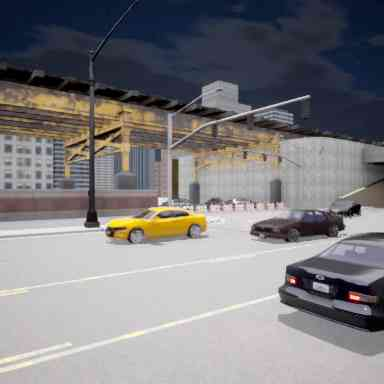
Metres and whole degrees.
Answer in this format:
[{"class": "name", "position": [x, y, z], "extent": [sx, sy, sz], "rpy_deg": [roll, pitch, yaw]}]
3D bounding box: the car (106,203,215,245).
[{"class": "car", "position": [-1.555, 1.477, 15.778], "extent": [5.008, 1.535, 1.882], "rpy_deg": [0, 0, -36]}]

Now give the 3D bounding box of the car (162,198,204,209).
[{"class": "car", "position": [-0.981, 1.295, 37.817], "extent": [4.536, 1.218, 1.853], "rpy_deg": [0, 0, 8]}]

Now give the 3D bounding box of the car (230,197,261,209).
[{"class": "car", "position": [6.674, 1.295, 44.249], "extent": [4.536, 1.218, 1.853], "rpy_deg": [0, 0, -7]}]

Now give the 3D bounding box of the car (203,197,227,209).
[{"class": "car", "position": [2.831, 1.295, 40.545], "extent": [1.853, 1.218, 4.536], "rpy_deg": [0, 0, 18]}]

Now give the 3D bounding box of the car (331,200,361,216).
[{"class": "car", "position": [13.967, 1.491, 30.368], "extent": [2.128, 1.511, 4.902], "rpy_deg": [0, 0, 41]}]

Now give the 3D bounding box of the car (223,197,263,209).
[{"class": "car", "position": [6.725, 1.453, 44.255], "extent": [4.974, 1.542, 2.038], "rpy_deg": [0, 0, -7]}]

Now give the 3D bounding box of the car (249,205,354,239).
[{"class": "car", "position": [5.306, 1.548, 16.210], "extent": [5.357, 1.411, 2.033], "rpy_deg": [0, 0, -34]}]

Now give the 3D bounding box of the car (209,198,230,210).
[{"class": "car", "position": [2.815, 1.453, 40.495], "extent": [2.038, 1.542, 4.974], "rpy_deg": [0, 0, 18]}]

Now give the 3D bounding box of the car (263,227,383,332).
[{"class": "car", "position": [4.079, 1.547, 6.688], "extent": [5.357, 1.411, 2.033], "rpy_deg": [0, 0, -35]}]

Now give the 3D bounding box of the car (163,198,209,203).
[{"class": "car", "position": [-0.930, 1.453, 37.810], "extent": [4.974, 1.542, 2.038], "rpy_deg": [0, 0, 8]}]
